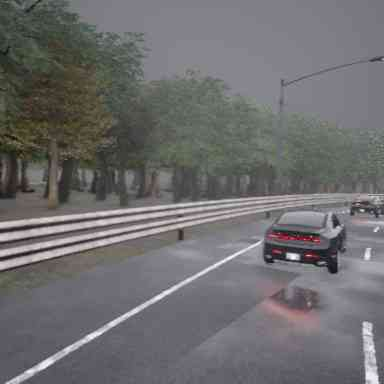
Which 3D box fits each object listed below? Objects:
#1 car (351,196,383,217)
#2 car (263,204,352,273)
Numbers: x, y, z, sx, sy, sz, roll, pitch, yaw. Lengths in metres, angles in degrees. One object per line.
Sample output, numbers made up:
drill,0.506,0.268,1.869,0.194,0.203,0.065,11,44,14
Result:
car,13.536,1.045,25.521,1.837,1.490,4.892,3,2,37
car,3.556,1.240,9.999,1.837,1.490,4.892,2,2,28
